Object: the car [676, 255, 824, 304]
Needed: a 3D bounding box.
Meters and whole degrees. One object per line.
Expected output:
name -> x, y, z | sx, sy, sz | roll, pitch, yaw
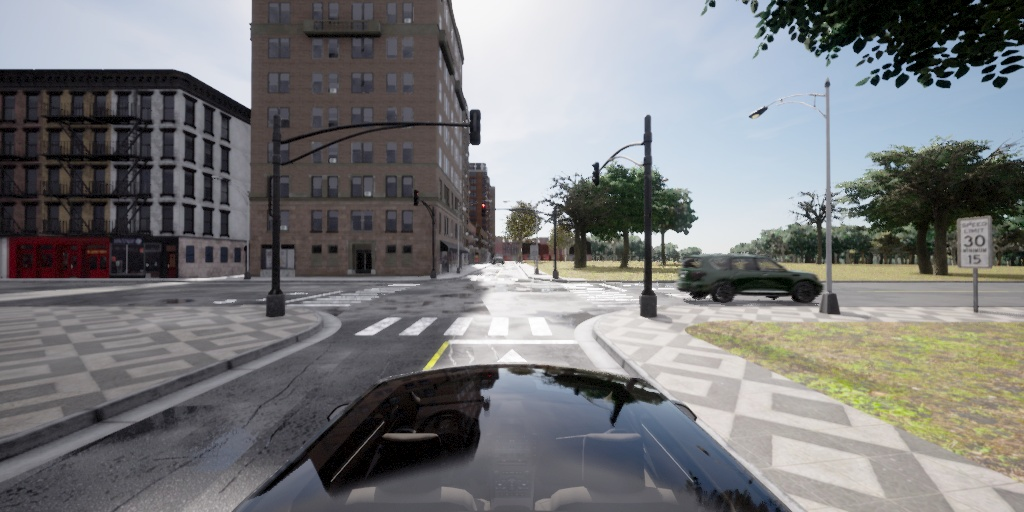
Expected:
car -> 10.059, 0.966, 15.466 | 5.566, 2.045, 2.150 | 0, -1, 0
